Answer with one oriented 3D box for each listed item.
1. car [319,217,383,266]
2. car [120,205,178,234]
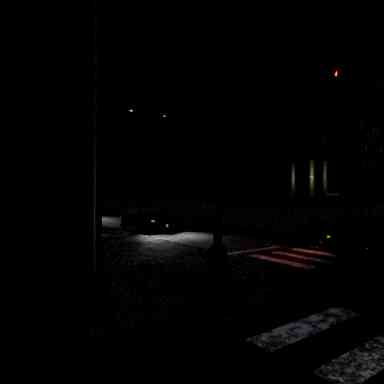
[{"bbox_3d":[6.378,1.529,10.143,4.674,1.442,1.812,0,0,30],"label":"car"},{"bbox_3d":[-2.692,1.531,19.708,1.812,1.442,4.674,0,0,-36],"label":"car"}]
